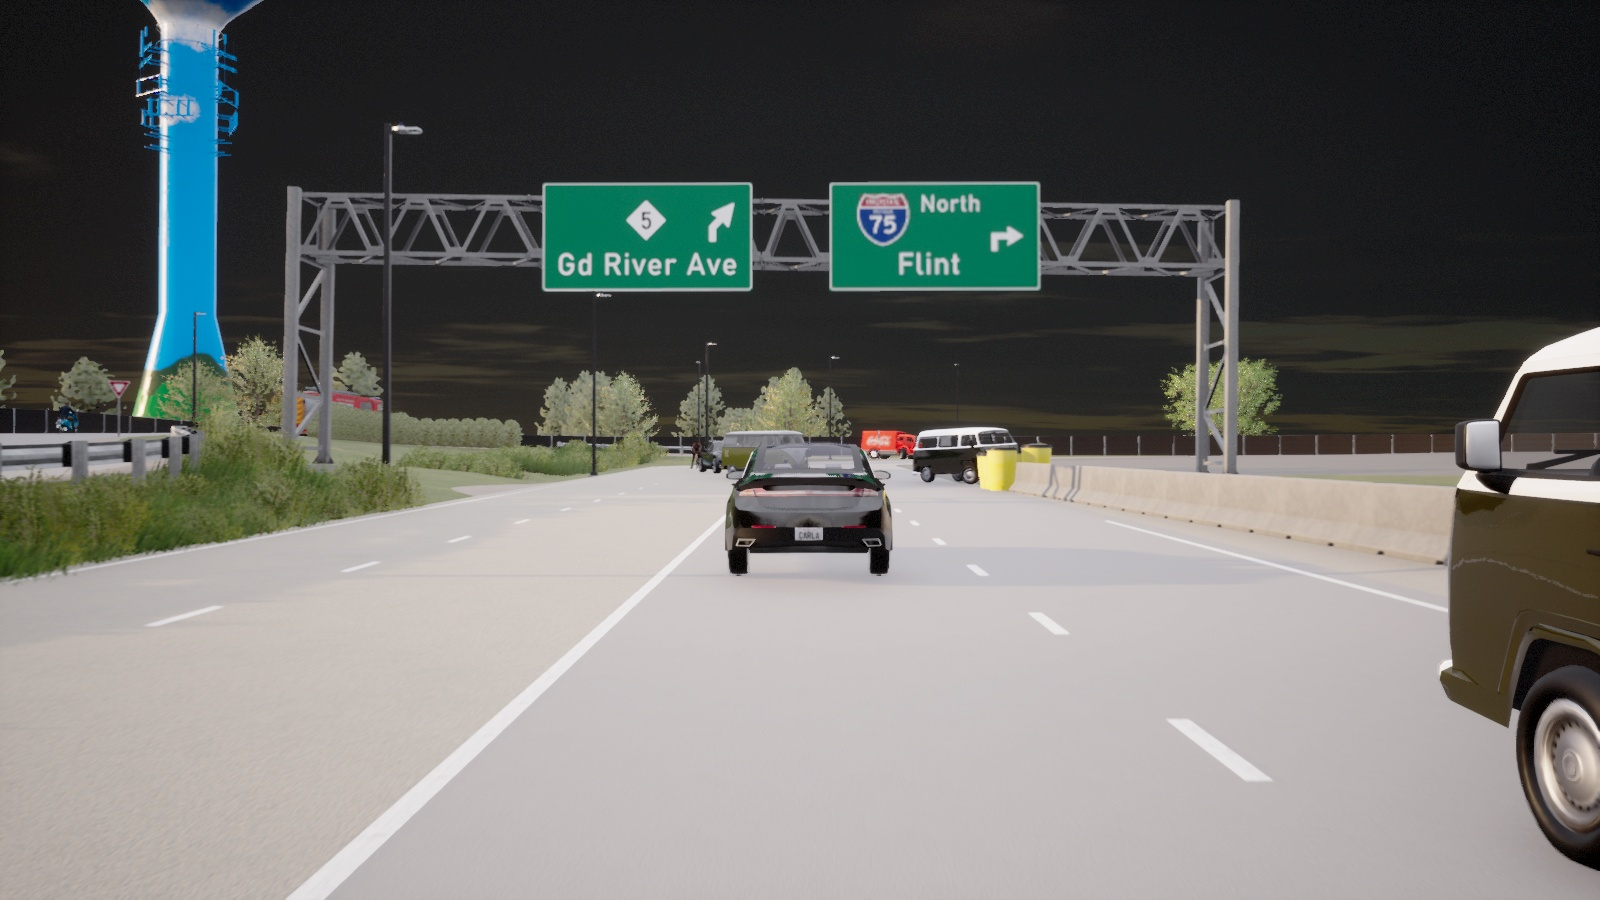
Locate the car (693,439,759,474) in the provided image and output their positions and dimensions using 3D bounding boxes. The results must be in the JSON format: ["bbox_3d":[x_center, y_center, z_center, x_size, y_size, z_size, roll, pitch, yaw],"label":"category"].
[{"bbox_3d":[-3.692,0.298,61.679,2.033,1.649,4.856,0,0,-18],"label":"car"}]

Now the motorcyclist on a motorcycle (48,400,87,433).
[{"bbox_3d":[-36.156,-1.644,61.999,0.866,1.590,1.817,0,1,-1],"label":"motorcyclist on a motorcycle"}]

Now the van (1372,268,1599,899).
[{"bbox_3d":[3.535,0.455,3.267,2.069,2.038,4.480,0,0,0],"label":"van"}]

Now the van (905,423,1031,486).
[{"bbox_3d":[6.068,0.206,45.794,2.069,2.038,4.480,-4,0,-32],"label":"van"}]

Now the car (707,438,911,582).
[{"bbox_3d":[0.105,0.615,15.590,2.128,1.511,4.902,0,0,0],"label":"car"}]

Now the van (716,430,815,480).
[{"bbox_3d":[-1.452,0.190,51.830,1.775,1.987,4.442,0,1,-38],"label":"van"}]
